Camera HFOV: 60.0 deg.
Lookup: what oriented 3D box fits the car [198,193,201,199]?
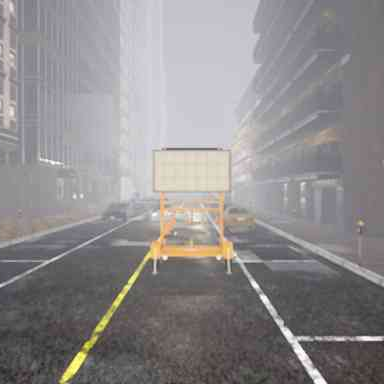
[{"bbox_3d":[2.692,1.075,59.873,2.192,1.841,5.009,0,0,0],"label":"car"}]

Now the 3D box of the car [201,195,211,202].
[{"bbox_3d":[2.692,1.322,65.523,1.802,1.307,4.206,0,0,0],"label":"car"}]

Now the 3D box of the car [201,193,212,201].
[{"bbox_3d":[2.691,1.242,48.576,1.967,1.590,4.097,0,0,0],"label":"car"}]

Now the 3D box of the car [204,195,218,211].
[{"bbox_3d":[2.691,1.395,37.280,2.008,1.369,4.403,0,0,0],"label":"car"}]

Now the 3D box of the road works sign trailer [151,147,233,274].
[{"bbox_3d":[0.000,0.418,10.392,2.380,3.560,2.880,0,0,0],"label":"road works sign trailer"}]

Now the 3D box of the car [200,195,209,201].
[{"bbox_3d":[2.692,1.301,71.171,1.802,1.307,4.206,0,0,0],"label":"car"}]

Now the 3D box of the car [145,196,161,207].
[{"bbox_3d":[-5.689,1.327,48.406,1.752,1.417,4.829,0,0,0],"label":"car"}]

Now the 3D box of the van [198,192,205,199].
[{"bbox_3d":[2.692,0.988,93.764,1.690,1.788,3.998,0,0,0],"label":"van"}]

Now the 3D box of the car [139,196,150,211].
[{"bbox_3d":[-5.689,1.394,37.279,2.008,1.369,4.403,0,0,0],"label":"car"}]

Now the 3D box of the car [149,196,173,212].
[{"bbox_3d":[-3.091,1.355,35.767,1.837,1.490,4.892,0,0,0],"label":"car"}]

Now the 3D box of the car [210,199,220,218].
[{"bbox_3d":[2.692,1.455,25.983,1.947,1.339,4.313,0,0,0],"label":"car"}]

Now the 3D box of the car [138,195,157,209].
[{"bbox_3d":[-5.689,1.262,42.929,1.967,1.590,4.097,0,0,0],"label":"car"}]

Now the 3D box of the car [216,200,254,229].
[{"bbox_3d":[2.691,1.436,20.504,1.752,1.417,4.829,0,0,0],"label":"car"}]

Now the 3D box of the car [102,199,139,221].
[{"bbox_3d":[-5.690,1.454,25.983,1.947,1.339,4.313,0,0,0],"label":"car"}]
